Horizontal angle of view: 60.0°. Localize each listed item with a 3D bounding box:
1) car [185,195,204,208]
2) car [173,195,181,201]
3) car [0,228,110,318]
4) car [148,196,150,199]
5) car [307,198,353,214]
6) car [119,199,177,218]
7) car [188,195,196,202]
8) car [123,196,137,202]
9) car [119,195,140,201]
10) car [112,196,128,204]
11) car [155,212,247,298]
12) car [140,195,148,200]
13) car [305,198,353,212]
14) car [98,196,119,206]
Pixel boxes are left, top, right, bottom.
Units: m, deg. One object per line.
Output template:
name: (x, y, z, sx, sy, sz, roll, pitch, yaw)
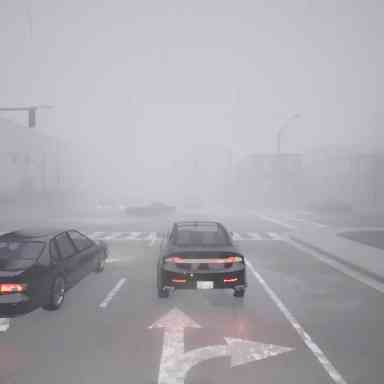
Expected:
car: (0.284, 1.352, 47.481, 2.097, 1.767, 4.553, 0, 0, -8)
car: (-3.509, 1.524, 80.039, 1.812, 1.442, 4.674, 0, 0, 0)
car: (-3.432, 1.547, 7.712, 2.033, 1.411, 5.357, 0, 0, 0)
car: (-10.509, 1.525, 75.248, 2.128, 1.511, 4.902, 0, 0, 0)
car: (14.761, 1.564, 35.275, 4.181, 1.385, 1.994, 0, 0, 0)
car: (-3.911, 1.601, 30.591, 4.718, 1.301, 1.895, 0, 0, -39)
car: (-0.009, 1.478, 80.516, 1.882, 1.535, 5.008, 0, 0, 0)
car: (-14.009, 1.540, 75.583, 2.033, 1.411, 5.357, 0, 0, 0)
car: (-10.582, 1.491, 56.094, 2.128, 1.511, 4.902, 0, 0, 0)
car: (-14.035, 1.547, 64.962, 2.033, 1.411, 5.357, 0, 0, 0)
car: (0.114, 1.492, 8.517, 2.128, 1.511, 4.902, 0, 0, -3)
car: (-10.542, 1.352, 65.060, 2.097, 1.767, 4.553, 0, 0, 0)
car: (15.937, 1.504, 38.778, 4.892, 1.490, 1.837, 0, 0, 0)
car: (-14.084, 1.601, 55.291, 1.895, 1.301, 4.718, 0, 0, 0)
